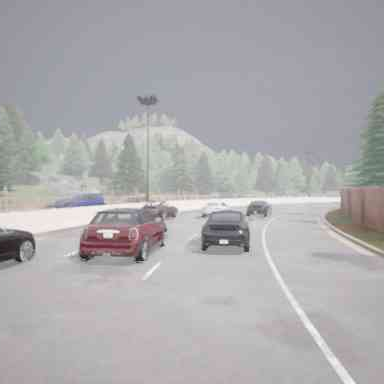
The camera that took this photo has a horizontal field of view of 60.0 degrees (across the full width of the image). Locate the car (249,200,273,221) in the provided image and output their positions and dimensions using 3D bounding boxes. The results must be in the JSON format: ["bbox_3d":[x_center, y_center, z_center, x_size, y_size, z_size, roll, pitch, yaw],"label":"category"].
[{"bbox_3d":[6.445,1.556,31.501,1.837,1.490,4.892,0,0,21],"label":"car"}]

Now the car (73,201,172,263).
[{"bbox_3d":[-2.292,1.351,12.278,2.097,1.767,4.553,0,0,7],"label":"car"}]

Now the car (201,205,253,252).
[{"bbox_3d":[1.540,1.522,14.185,1.837,1.490,4.892,0,0,10],"label":"car"}]

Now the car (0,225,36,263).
[{"bbox_3d":[-6.235,1.472,9.060,2.128,1.511,4.902,0,0,6],"label":"car"}]

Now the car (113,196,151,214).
[{"bbox_3d":[-6.579,1.351,37.035,2.097,1.767,4.553,0,0,23],"label":"car"}]

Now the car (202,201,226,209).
[{"bbox_3d":[2.261,1.558,30.351,1.812,1.442,4.674,0,0,19],"label":"car"}]

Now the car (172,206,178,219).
[{"bbox_3d":[-2.585,1.500,26.825,2.128,1.511,4.902,0,0,16],"label":"car"}]
